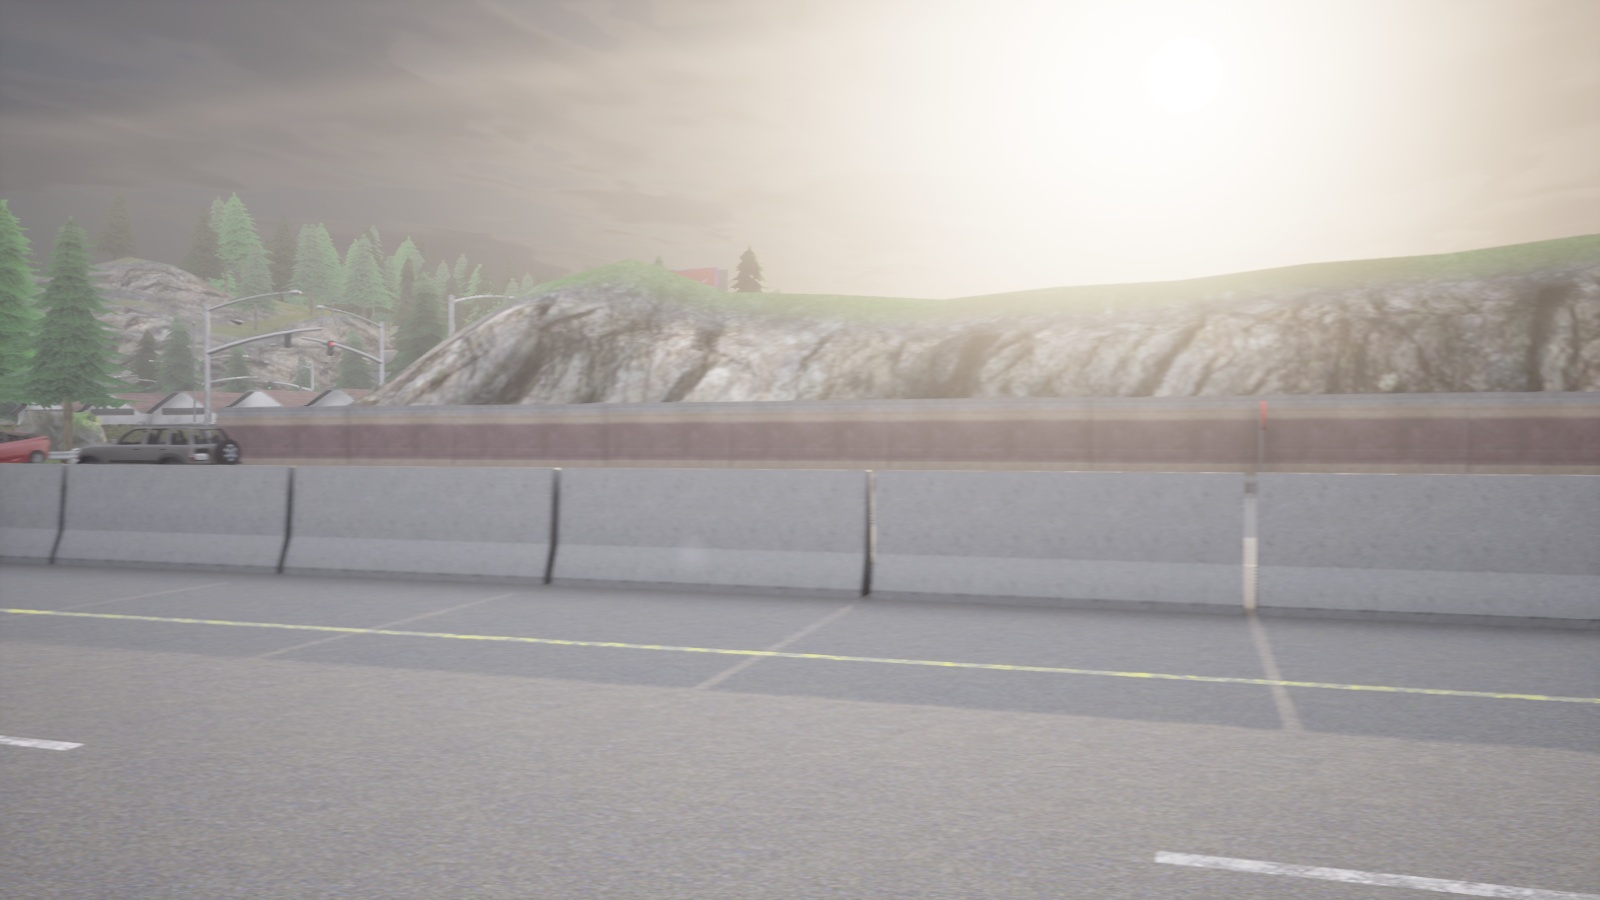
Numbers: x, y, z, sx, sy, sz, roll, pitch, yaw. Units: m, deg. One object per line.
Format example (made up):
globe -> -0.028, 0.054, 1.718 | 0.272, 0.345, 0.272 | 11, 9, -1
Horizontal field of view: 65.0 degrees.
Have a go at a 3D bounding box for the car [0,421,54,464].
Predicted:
car -> -31.319, -0.245, 48.013 | 2.007, 1.525, 4.514 | 0, 4, 19

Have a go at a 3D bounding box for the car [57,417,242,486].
car -> -18.201, 0.010, 35.165 | 4.605, 1.855, 1.932 | 1, 1, 18
